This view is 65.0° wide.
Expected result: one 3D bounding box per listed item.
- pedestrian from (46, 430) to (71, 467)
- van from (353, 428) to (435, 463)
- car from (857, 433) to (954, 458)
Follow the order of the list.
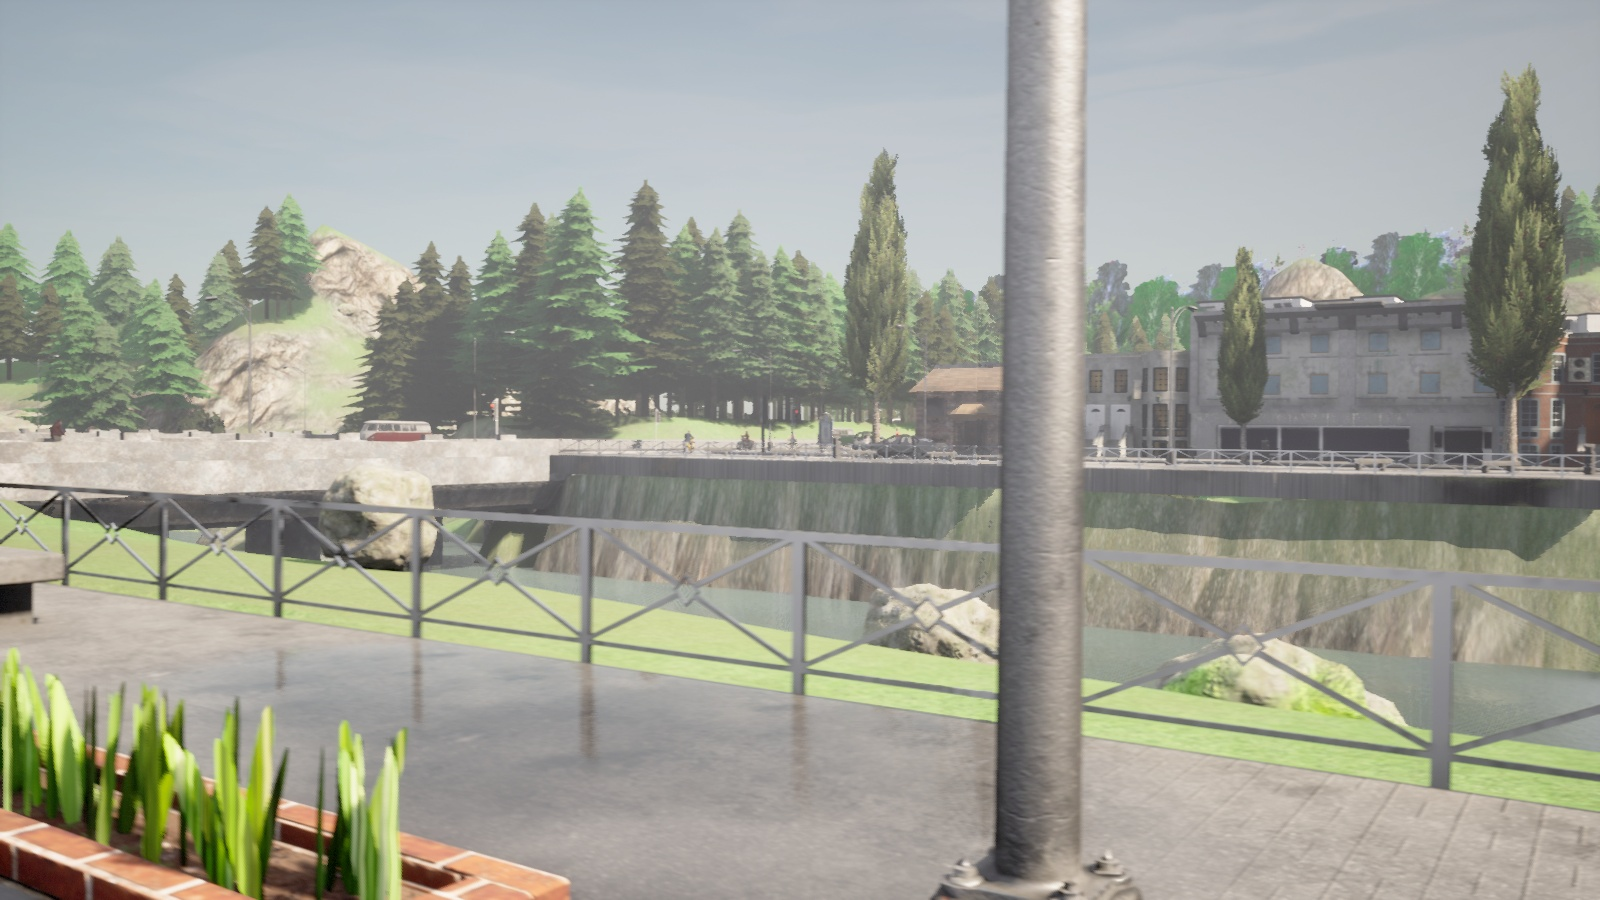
[{"bbox_3d":[-37.307,-0.083,63.162,0.634,1.844,0.899,0,1,37],"label":"pedestrian"},{"bbox_3d":[-23.931,-0.311,74.142,1.775,1.987,4.442,0,1,35],"label":"van"},{"bbox_3d":[6.205,-0.289,74.108,5.357,1.411,2.033,0,1,34],"label":"car"}]
